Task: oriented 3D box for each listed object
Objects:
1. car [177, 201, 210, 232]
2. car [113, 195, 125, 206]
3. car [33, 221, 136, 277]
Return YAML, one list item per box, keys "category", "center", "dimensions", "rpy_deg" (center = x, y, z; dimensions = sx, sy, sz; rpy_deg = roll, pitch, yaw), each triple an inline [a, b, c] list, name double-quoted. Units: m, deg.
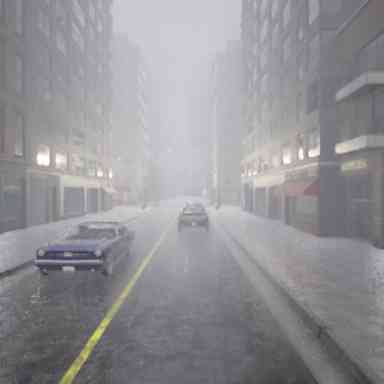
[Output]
- category: "car"
  center: [0.101, 1.561, 20.772]
  dimensions: [2.128, 1.511, 4.902]
  rpy_deg: [0, 0, 0]
- category: "car"
  center: [-14.890, 1.555, 61.218]
  dimensions: [5.009, 1.841, 2.192]
  rpy_deg: [0, 0, 0]
- category: "car"
  center: [-3.078, 1.634, 10.527]
  dimensions: [1.895, 1.301, 4.718]
  rpy_deg: [0, 0, 0]
